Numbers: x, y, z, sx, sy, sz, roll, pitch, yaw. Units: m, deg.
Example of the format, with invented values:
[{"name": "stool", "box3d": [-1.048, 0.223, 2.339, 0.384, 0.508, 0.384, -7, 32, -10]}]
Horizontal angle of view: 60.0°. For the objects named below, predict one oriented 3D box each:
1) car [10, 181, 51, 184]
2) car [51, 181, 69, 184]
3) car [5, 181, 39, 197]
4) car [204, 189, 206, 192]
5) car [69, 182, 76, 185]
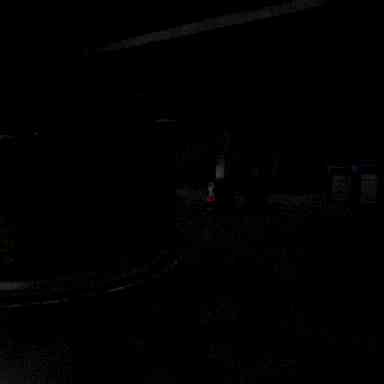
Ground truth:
[{"name": "car", "box3d": [-17.220, -0.177, 35.207, 3.866, 1.878, 1.905, 2, 2, 35]}, {"name": "car", "box3d": [-26.761, -1.255, 65.454, 3.866, 1.878, 1.905, 2, 2, 35]}, {"name": "car", "box3d": [-21.751, -0.462, 42.425, 4.605, 1.855, 1.932, 2, 2, 35]}, {"name": "car", "box3d": [4.903, -0.325, 65.594, 5.027, 1.636, 2.152, 2, 2, 35]}, {"name": "car", "box3d": [-25.422, -1.282, 68.065, 4.605, 1.855, 1.932, 2, 2, 35]}]
